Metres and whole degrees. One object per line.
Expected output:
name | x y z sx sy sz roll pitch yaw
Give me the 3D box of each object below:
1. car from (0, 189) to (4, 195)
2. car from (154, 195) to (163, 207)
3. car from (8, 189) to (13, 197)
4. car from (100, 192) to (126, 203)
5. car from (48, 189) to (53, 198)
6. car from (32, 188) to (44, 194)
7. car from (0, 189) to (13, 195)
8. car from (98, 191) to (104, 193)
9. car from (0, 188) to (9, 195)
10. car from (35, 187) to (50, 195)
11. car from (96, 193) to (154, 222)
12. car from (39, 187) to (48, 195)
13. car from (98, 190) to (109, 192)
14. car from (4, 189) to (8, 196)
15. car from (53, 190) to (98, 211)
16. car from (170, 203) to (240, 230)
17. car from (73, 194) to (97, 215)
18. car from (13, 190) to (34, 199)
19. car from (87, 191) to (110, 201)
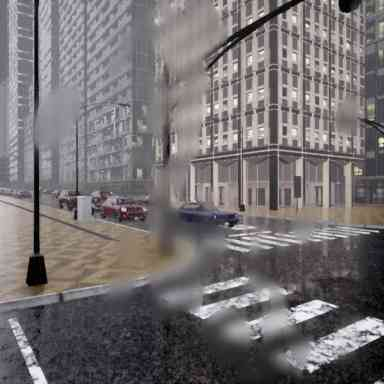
car | -37.015 0.107 67.583 2.008 1.369 4.403 1 0 -36
car | -4.295 0.982 36.237 1.802 1.307 4.206 1 0 -36
car | -30.529 0.321 58.515 2.008 1.369 4.403 1 0 -36
car | -10.880 0.707 45.447 1.752 1.417 4.829 1 0 -36
car | -23.107 0.329 58.067 1.882 1.535 5.008 0 1 -36
car | -39.976 -0.213 86.130 1.947 1.339 4.313 1 0 -36
car | -40.258 0.015 72.117 1.947 1.339 4.313 1 0 -36
car | -11.900 0.860 36.896 2.033 1.411 5.357 0 1 -36
car | -43.500 -0.113 76.651 1.887 1.381 4.507 1 0 -36
car | -36.726 -0.357 81.593 2.192 1.841 5.009 1 0 -36
car | -4.586 1.068 22.243 1.967 1.590 4.097 1 0 -36
car | -33.488 -0.020 77.058 1.887 1.381 4.507 1 0 -36
car | -11.649 0.583 42.045 2.097 1.767 4.553 0 1 -36
car | -33.772 0.208 63.049 1.887 1.381 4.507 1 0 -36
car | -11.068 0.729 31.311 2.192 1.841 5.009 1 0 -36
car | 0.604 1.329 19.318 1.895 1.301 4.718 0 1 -34
car | -7.833 1.103 26.778 1.802 1.307 4.206 1 0 -36
car | -27.287 0.422 53.981 1.887 1.381 4.507 1 0 -36
car | -14.026 0.643 49.845 1.947 1.339 4.313 1 0 -36
